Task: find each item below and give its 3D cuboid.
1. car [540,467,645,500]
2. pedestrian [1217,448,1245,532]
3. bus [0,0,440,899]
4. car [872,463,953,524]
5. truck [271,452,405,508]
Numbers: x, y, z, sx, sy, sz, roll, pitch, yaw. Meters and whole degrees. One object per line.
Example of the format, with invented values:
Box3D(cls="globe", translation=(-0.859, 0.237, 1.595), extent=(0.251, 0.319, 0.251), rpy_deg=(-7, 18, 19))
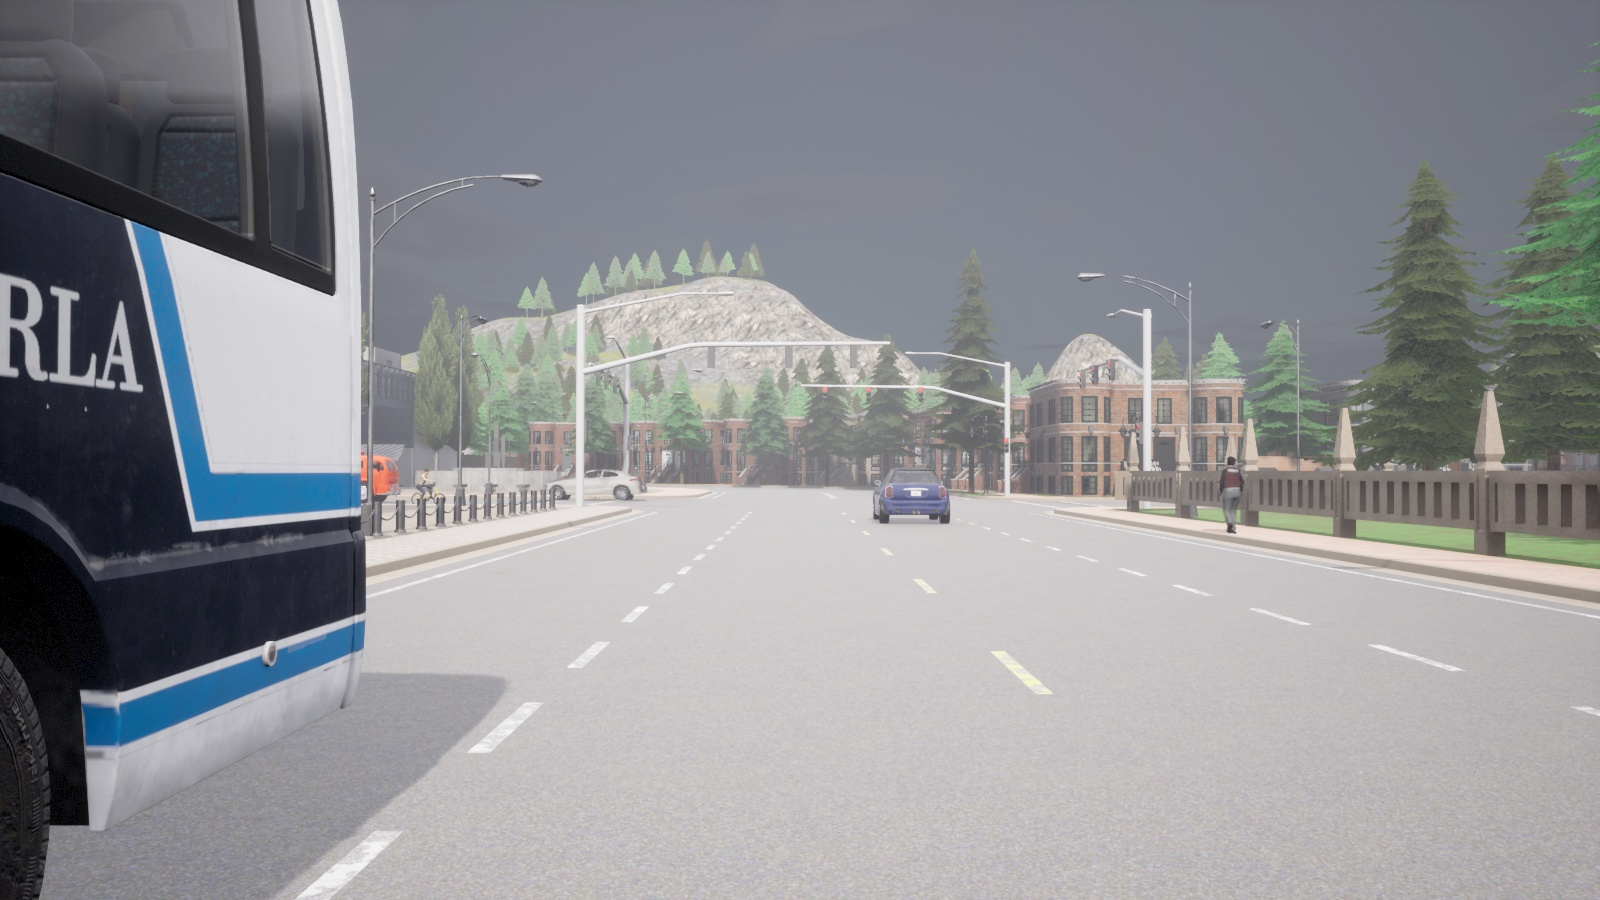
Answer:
Box3D(cls="car", translation=(-10.640, 1.719, 64.668), extent=(5.027, 1.651, 2.152), rpy_deg=(0, -1, 0))
Box3D(cls="pedestrian", translation=(10.072, 0.924, 29.348), extent=(0.402, 1.930, 0.666), rpy_deg=(0, -1, -1))
Box3D(cls="bus", translation=(-3.506, -0.544, 0.234), extent=(3.944, 4.253, 10.273), rpy_deg=(0, -1, 0))
Box3D(cls="car", translation=(3.417, 1.313, 39.050), extent=(2.097, 1.767, 4.553), rpy_deg=(0, -1, 0))
Box3D(cls="truck", translation=(-21.139, 1.378, 57.643), extent=(5.204, 2.467, 2.627), rpy_deg=(0, -1, 0))
